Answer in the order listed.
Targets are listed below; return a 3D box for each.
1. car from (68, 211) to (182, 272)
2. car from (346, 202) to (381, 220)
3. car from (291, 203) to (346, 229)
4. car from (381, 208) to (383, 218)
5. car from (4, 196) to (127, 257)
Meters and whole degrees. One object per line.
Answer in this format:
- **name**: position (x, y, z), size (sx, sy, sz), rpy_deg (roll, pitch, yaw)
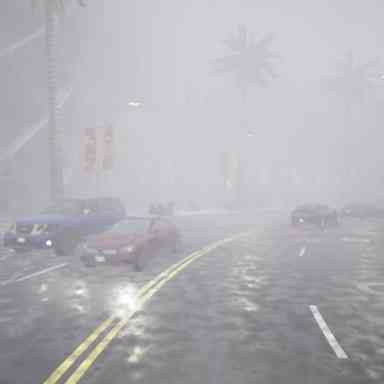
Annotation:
- **car**: position (-1.734, 1.517, 11.071), size (1.812, 1.442, 4.674), rpy_deg (0, 0, 18)
- **car**: position (14.441, 1.542, 28.208), size (4.181, 1.385, 1.994), rpy_deg (0, 0, -32)
- **car**: position (8.213, 1.486, 21.893), size (1.837, 1.490, 4.892), rpy_deg (0, 0, 42)
- **car**: position (16.251, 1.471, 24.376), size (4.902, 1.511, 2.128), rpy_deg (0, 0, -38)
- **car**: position (-4.666, 1.211, 13.464), size (2.150, 2.045, 5.566), rpy_deg (0, 0, 19)
